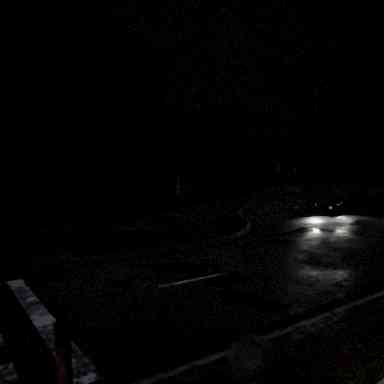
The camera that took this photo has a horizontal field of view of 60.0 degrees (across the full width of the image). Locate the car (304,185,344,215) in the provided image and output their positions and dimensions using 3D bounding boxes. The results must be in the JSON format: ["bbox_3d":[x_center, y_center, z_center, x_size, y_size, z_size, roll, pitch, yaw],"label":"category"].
[{"bbox_3d":[8.916,0.601,22.860,1.837,1.490,4.892,-5,2,10],"label":"car"}]

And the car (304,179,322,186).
[{"bbox_3d":[20.972,-1.505,57.833,1.882,1.535,5.008,-3,1,4],"label":"car"}]
